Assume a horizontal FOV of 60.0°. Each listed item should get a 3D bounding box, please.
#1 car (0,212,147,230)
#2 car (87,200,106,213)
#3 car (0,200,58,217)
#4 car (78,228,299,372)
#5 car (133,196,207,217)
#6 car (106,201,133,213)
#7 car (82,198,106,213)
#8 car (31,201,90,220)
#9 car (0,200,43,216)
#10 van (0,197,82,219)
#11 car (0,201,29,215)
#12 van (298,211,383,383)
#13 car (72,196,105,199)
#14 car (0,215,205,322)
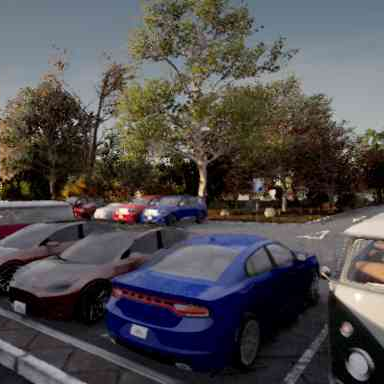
[{"bbox_3d":[-3.781,1.542,9.157,2.163,1.488,4.792,0,0,35],"label":"car"},{"bbox_3d":[-5.592,1.610,26.526,2.002,1.452,4.674,0,0,35],"label":"car"},{"bbox_3d":[-16.840,1.667,34.521,2.097,1.535,5.008,-1,0,35],"label":"car"},{"bbox_3d":[0.802,1.487,5.928,2.097,1.535,5.008,0,0,35],"label":"car"},{"bbox_3d":[-1.069,1.290,23.279,2.435,2.045,5.566,0,0,35],"label":"car"},{"bbox_3d":[-3.238,1.303,24.821,2.435,2.045,5.566,0,0,35],"label":"car"},{"bbox_3d":[-7.762,1.586,28.066,2.097,1.535,5.008,0,0,35],"label":"car"},{"bbox_3d":[-12.281,1.653,31.321,2.163,1.488,4.792,-1,0,35],"label":"car"},{"bbox_3d":[-19.215,1.686,35.989,1.946,1.575,5.366,-1,0,35],"label":"car"},{"bbox_3d":[-6.117,1.300,10.711,1.878,1.987,4.442,0,0,35],"label":"van"},{"bbox_3d":[-21.378,1.751,37.753,2.002,1.452,4.674,-1,0,35],"label":"car"},{"bbox_3d":[3.021,1.248,4.213,1.878,1.987,4.442,0,0,35],"label":"van"},{"bbox_3d":[-10.047,1.352,29.663,2.435,2.045,5.566,-1,0,35],"label":"car"},{"bbox_3d":[-1.496,1.529,7.532,2.163,1.488,4.792,0,0,35],"label":"car"}]
